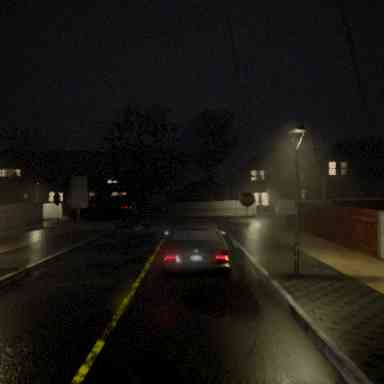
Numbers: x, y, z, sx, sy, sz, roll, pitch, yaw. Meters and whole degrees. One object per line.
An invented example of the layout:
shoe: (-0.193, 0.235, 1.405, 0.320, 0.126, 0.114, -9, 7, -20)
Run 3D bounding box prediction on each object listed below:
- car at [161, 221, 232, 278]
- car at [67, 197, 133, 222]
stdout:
car: (0.097, 1.598, 10.246, 2.033, 1.411, 5.357, 0, 0, 0)
car: (-7.918, 1.483, 28.794, 5.566, 2.045, 2.150, -1, -2, 9)
